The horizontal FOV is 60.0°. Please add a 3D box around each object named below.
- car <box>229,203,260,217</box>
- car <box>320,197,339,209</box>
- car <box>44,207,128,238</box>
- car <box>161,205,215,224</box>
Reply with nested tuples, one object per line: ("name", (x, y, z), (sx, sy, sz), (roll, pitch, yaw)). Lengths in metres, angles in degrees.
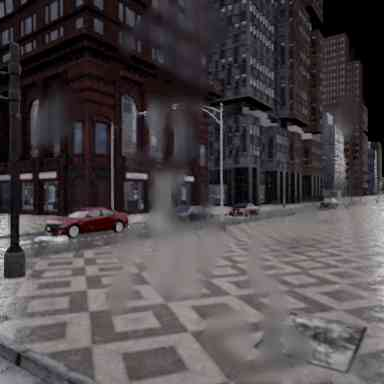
("car", (5.619, 1.837, 35.469), (1.994, 1.385, 4.181), (0, 0, 35))
("car", (21.915, 1.729, 52.899), (2.097, 1.767, 4.553), (0, 0, 35))
("car", (-5.939, 1.660, 19.219), (1.882, 1.535, 5.008), (0, 0, 36))
("car", (-0.172, 1.775, 27.324), (2.033, 1.411, 5.357), (0, 0, 35))
